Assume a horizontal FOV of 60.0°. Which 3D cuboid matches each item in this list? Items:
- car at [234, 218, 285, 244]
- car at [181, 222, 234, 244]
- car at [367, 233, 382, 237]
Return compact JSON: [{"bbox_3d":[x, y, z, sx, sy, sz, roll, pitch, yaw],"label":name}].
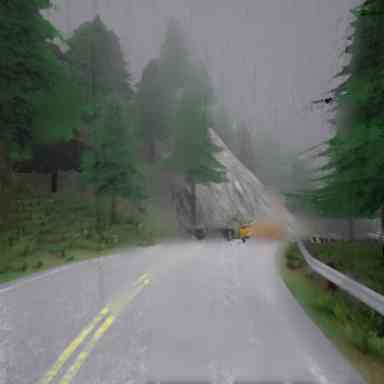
[{"bbox_3d":[4.673,2.478,21.421,1.882,1.535,5.008,-4,-7,28],"label":"car"},{"bbox_3d":[1.154,2.648,21.929,1.895,1.301,4.718,-3,-7,28],"label":"car"},{"bbox_3d":[21.517,5.532,38.734,4.181,1.385,1.994,9,-10,-40],"label":"car"}]
